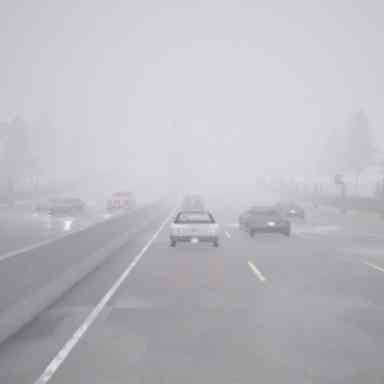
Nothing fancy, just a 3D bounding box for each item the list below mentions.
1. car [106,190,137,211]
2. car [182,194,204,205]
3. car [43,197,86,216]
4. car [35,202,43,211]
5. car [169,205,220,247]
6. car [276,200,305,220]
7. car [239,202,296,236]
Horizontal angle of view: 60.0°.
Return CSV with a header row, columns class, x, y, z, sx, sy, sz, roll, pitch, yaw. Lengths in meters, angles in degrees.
class,x,y,z,sx,sy,sz,roll,pitch,yaw
car,-6.999,0.865,33.669,2.150,2.045,5.566,0,2,0
car,0.101,0.944,33.718,2.097,1.767,4.553,0,2,0
car,-10.543,1.210,28.449,1.837,1.490,4.892,0,0,0
car,-13.999,1.253,33.667,1.895,1.301,4.718,0,2,0
car,0.100,1.452,14.293,1.895,1.301,4.718,0,1,0
car,7.100,1.300,25.413,1.994,1.385,4.181,0,1,0
car,3.600,1.386,17.089,1.994,1.385,4.181,0,1,0
